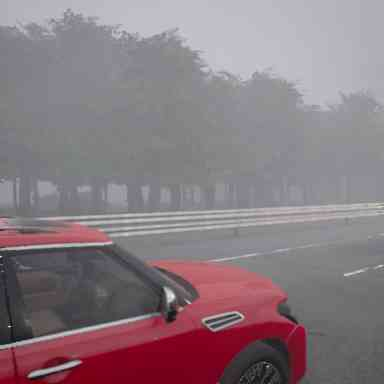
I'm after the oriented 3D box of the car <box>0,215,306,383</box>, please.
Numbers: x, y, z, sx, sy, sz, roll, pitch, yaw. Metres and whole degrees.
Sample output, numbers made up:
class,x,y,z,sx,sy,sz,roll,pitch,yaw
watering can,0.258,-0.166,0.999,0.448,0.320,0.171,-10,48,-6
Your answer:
class,x,y,z,sx,sy,sz,roll,pitch,yaw
car,-1.471,1.222,2.695,5.566,2.045,2.150,0,0,-35

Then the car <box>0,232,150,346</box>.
class,x,y,z,sx,sy,sz,roll,pitch,yaw
car,-3.270,1.600,5.715,4.718,1.301,1.895,0,0,-35
